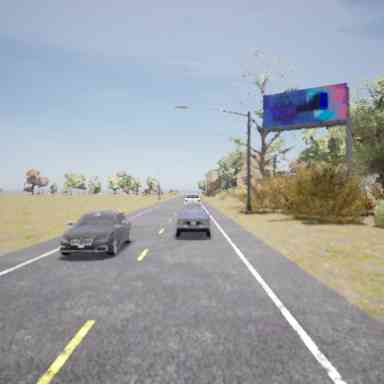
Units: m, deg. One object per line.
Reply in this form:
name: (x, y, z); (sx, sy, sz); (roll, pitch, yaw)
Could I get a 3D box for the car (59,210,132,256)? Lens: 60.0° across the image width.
car: (-3.595, 1.509, 13.209); (1.837, 1.490, 4.892); (0, 0, 0)

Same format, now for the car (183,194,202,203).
car: (0.076, 1.235, 43.226); (2.150, 2.045, 5.566); (0, 0, 0)

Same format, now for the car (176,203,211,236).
car: (0.068, 1.554, 18.607); (2.033, 1.411, 5.357); (0, 0, 0)
